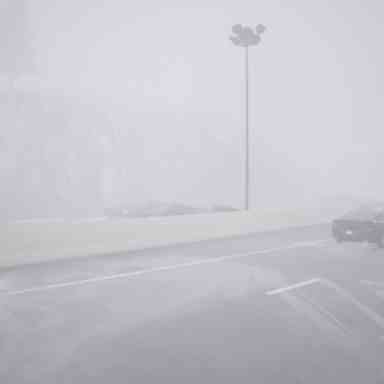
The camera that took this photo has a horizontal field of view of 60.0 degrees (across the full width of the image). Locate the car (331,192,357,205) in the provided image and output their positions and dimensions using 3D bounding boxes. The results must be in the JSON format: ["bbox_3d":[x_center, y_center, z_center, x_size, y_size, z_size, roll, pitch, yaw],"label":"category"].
[{"bbox_3d":[25.947,1.112,56.695,2.150,2.045,5.566,0,0,45],"label":"car"}]

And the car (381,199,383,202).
[{"bbox_3d":[31.110,1.378,51.979,1.837,1.490,4.892,0,0,45],"label":"car"}]

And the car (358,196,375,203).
[{"bbox_3d":[28.049,1.389,53.849,1.837,1.490,4.892,0,0,45],"label":"car"}]

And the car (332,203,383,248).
[{"bbox_3d":[8.086,1.445,14.665,5.008,1.535,1.882,0,0,-40],"label":"car"}]

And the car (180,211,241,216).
[{"bbox_3d":[1.600,1.551,23.177,4.181,1.385,1.994,0,0,-40],"label":"car"}]

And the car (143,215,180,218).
[{"bbox_3d":[-1.403,1.544,25.176,5.357,1.411,2.033,0,0,-40],"label":"car"}]
